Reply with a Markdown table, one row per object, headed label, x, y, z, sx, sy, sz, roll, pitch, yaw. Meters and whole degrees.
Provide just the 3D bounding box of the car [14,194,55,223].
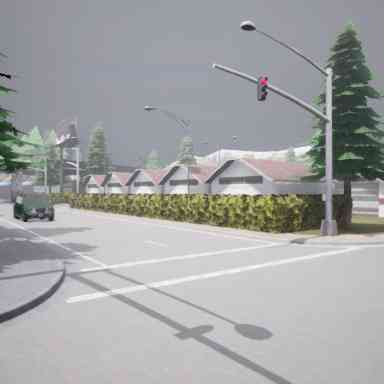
| label | x | y | z | sx | sy | sz | roll | pitch | yaw |
| --- | --- | --- | --- | --- | --- | --- | --- | --- | --- |
| car | -12.658 | 1.245 | 26.495 | 2.150 | 2.045 | 5.566 | 0 | 2 | -37 |
